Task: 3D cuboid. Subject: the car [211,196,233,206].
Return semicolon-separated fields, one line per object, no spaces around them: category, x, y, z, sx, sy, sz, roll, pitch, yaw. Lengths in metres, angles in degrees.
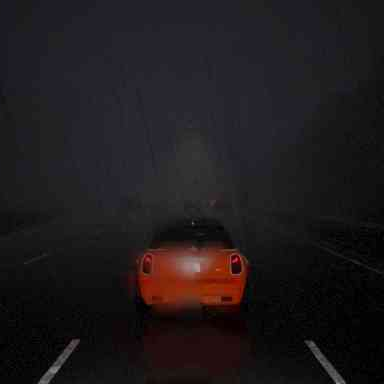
car;3.509;1.478;37.792;1.882;1.535;5.008;0;0;0

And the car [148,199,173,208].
car;-3.491;1.478;37.794;1.882;1.535;5.008;0;0;0

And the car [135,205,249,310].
car;0.002;1.352;7.969;2.097;1.767;4.553;0;0;0

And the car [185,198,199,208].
car;0.012;1.601;48.287;1.895;1.301;4.718;0;0;0

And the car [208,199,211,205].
car;3.512;1.352;48.179;2.097;1.767;4.553;0;0;0

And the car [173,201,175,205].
car;-3.488;1.601;48.258;1.895;1.301;4.718;0;0;0

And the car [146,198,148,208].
car;-6.988;1.564;48.226;1.994;1.385;4.181;0;0;0

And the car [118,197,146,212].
car;-6.991;1.352;38.148;2.097;1.767;4.553;0;0;0

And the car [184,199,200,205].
car;0.009;1.601;38.239;1.895;1.301;4.718;0;0;0
